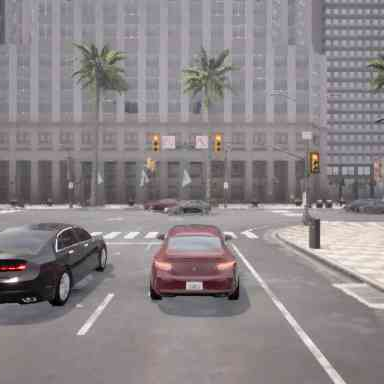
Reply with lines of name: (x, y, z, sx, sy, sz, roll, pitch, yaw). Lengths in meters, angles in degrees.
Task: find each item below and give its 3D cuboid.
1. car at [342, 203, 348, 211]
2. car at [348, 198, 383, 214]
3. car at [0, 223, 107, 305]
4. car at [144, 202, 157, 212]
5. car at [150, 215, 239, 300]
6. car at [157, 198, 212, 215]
car: (19.750, 1.491, 38.081, 4.902, 1.511, 2.128, 0, 0, 0)
car: (19.029, 1.562, 34.581, 4.181, 1.385, 1.994, 0, 0, 0)
car: (-3.440, 1.505, 8.042, 1.837, 1.490, 4.892, 0, 0, 0)
car: (-2.977, 1.477, 38.101, 5.008, 1.535, 1.882, 0, 0, 0)
car: (0.069, 1.526, 8.296, 1.812, 1.442, 4.674, 0, 0, 1)
car: (-0.401, 1.491, 31.723, 4.902, 1.511, 2.128, 0, 0, -33)
